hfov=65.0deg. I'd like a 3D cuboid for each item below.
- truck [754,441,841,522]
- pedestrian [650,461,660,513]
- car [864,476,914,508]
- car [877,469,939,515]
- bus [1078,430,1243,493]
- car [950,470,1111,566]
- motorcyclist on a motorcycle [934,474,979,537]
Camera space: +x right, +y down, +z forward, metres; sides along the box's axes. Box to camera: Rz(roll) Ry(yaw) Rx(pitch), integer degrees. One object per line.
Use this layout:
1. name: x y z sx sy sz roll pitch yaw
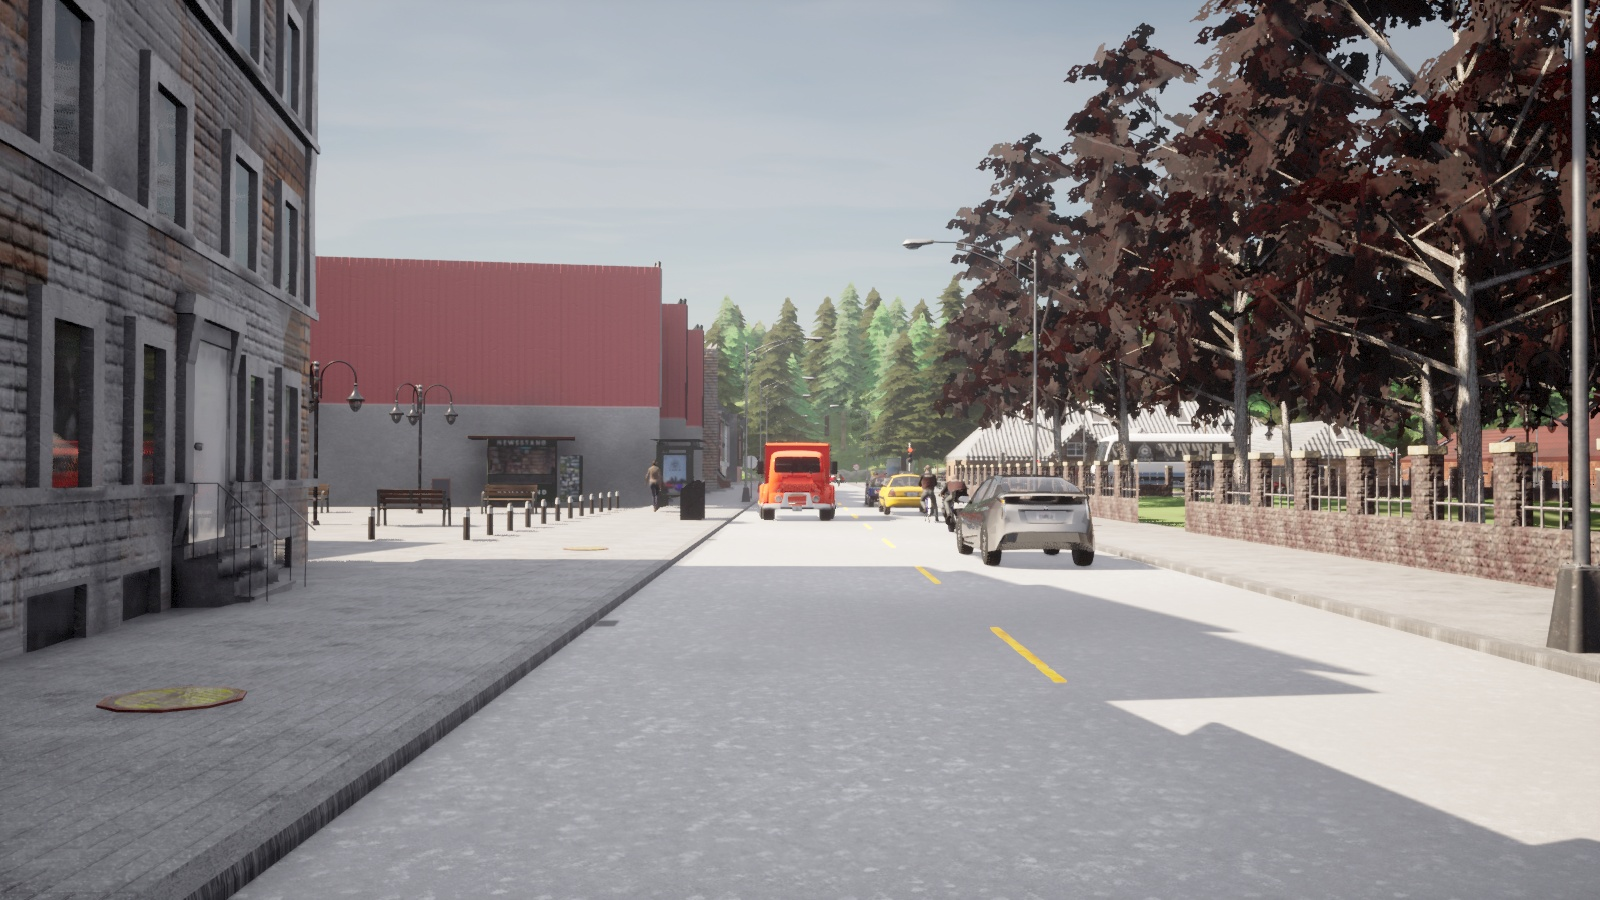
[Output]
1. truck: -0.081 1.013 40.868 2.627 2.467 5.204 0 -1 0
2. pedestrian: -5.061 1.278 43.949 0.328 1.805 0.869 0 -1 -6
3. car: 3.905 1.834 55.799 1.895 1.301 4.718 0 -1 0
4. car: 3.914 1.511 46.176 1.801 1.575 5.366 0 -1 0
5. bus: 24.866 0.797 87.054 10.273 4.253 3.944 0 -1 0
6. car: 3.945 1.118 22.252 2.007 1.525 4.514 0 -1 0
7. motorcyclist on a motorcycle: 3.931 1.364 31.676 0.866 1.530 2.191 0 -1 0
